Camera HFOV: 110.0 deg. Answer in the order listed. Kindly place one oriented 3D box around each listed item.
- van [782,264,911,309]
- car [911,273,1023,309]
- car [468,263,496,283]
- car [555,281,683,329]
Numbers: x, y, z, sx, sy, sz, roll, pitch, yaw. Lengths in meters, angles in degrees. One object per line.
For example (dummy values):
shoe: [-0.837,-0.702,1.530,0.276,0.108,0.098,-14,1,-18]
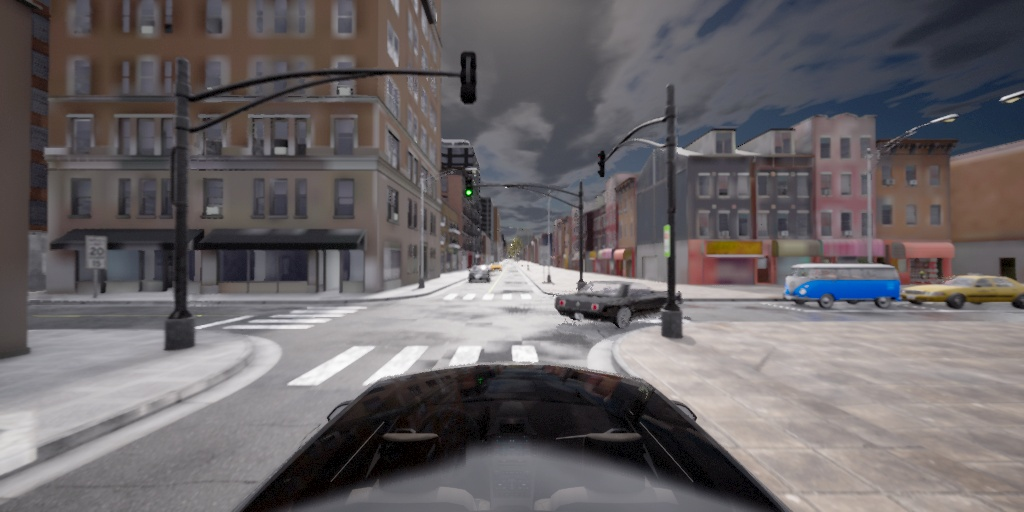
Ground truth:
van: [13.729,1.221,15.060,3.998,1.789,1.690,0,0,0]
car: [19.171,1.401,15.057,4.829,1.417,1.751,0,0,0]
car: [-2.880,1.589,32.640,2.128,1.511,4.902,0,-1,0]
car: [3.664,1.456,11.733,4.718,1.301,1.895,0,-1,-40]
